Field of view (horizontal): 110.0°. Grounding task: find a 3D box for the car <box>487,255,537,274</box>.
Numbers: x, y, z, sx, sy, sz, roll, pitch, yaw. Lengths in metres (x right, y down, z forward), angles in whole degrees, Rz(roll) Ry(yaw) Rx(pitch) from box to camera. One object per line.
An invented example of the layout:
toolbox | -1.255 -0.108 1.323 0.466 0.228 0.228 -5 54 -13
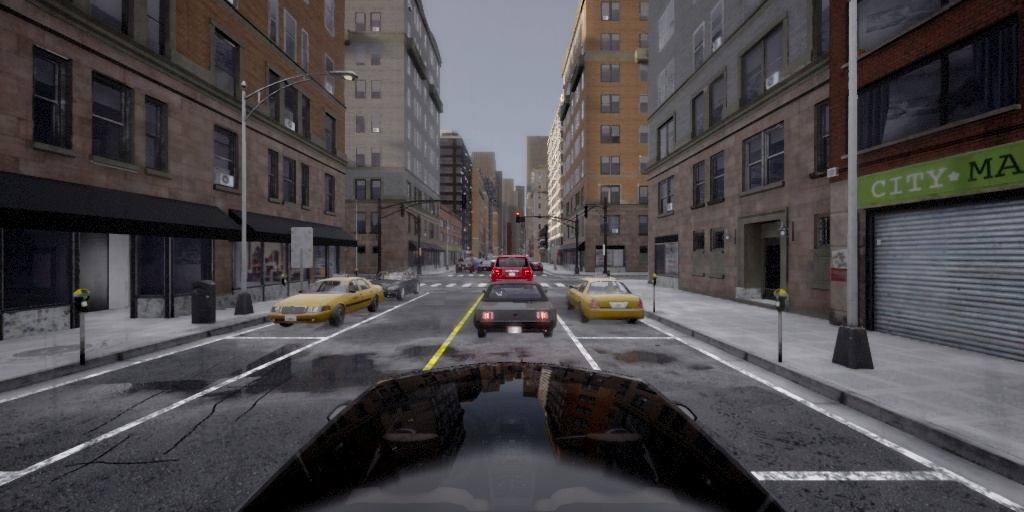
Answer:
car | 0.004 0.974 19.936 2.150 2.045 5.566 0 0 0

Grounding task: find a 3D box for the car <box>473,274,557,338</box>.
car | 0.083 1.351 10.166 1.895 1.301 4.718 0 0 0

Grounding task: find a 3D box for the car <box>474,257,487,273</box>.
car | -3.092 1.241 43.632 1.882 1.535 5.008 0 0 0

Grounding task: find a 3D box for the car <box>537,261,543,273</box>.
car | 2.865 1.308 44.056 1.888 1.381 4.507 0 0 0

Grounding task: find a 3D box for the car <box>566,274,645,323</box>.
car | 2.859 1.276 11.927 1.751 1.417 4.829 0 0 0

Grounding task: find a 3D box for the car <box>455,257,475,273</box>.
car | -5.660 1.078 44.058 2.192 1.841 5.009 0 0 0

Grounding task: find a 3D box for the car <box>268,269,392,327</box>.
car | -5.666 1.276 11.589 1.751 1.417 4.829 0 0 0

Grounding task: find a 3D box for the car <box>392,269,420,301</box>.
car | -5.665 1.302 17.284 2.007 1.370 4.403 0 0 0
